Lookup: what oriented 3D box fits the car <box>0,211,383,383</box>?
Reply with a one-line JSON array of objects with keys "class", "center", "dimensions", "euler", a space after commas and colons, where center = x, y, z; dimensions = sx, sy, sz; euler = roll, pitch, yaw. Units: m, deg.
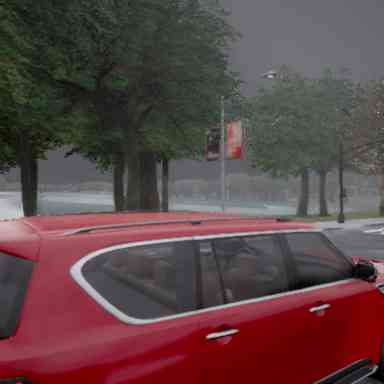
[{"class": "car", "center": [0.453, 1.244, 3.763], "dimensions": [5.566, 2.045, 2.150], "euler": [1, 0, -36]}]
